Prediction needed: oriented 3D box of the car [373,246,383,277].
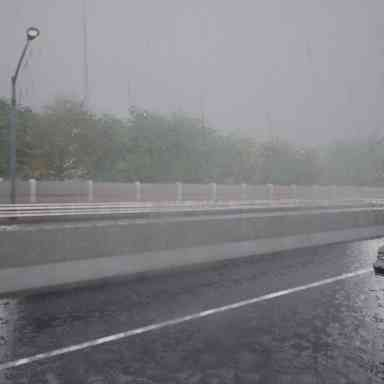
[{"bbox_3d":[6.879,1.579,8.747,5.357,1.411,2.033,0,0,-35],"label":"car"}]
